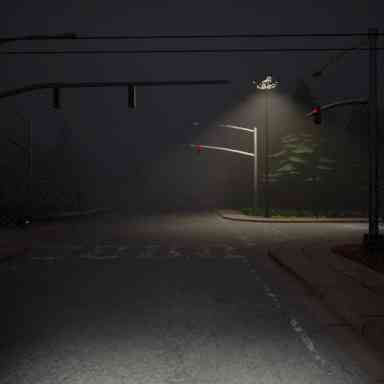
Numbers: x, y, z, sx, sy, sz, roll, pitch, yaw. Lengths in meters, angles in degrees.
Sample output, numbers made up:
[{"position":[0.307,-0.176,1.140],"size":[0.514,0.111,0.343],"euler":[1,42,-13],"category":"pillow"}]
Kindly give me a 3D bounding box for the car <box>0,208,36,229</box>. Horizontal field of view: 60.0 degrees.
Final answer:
[{"position":[-13.313,1.755,22.503],"size":[4.718,1.301,1.895],"euler":[0,0,1],"category":"car"}]

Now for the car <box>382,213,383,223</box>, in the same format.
[{"position":[15.126,1.359,21.985],"size":[4.553,1.767,2.097],"euler":[0,0,1],"category":"car"}]

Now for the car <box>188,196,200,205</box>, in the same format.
[{"position":[0.303,1.506,61.835],"size":[2.097,1.767,4.553],"euler":[0,0,1],"category":"car"}]
